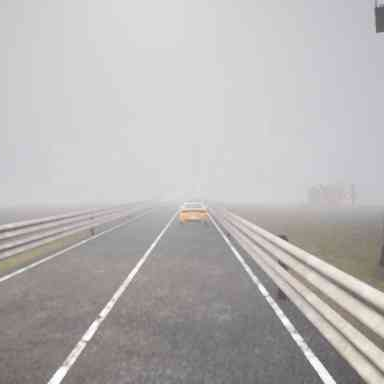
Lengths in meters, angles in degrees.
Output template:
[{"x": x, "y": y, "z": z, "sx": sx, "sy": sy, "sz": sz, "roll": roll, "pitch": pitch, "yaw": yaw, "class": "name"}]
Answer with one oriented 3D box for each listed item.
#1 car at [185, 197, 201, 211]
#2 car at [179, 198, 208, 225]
[{"x": 0.106, "y": 1.463, "z": 42.459, "sx": 1.882, "sy": 1.535, "sz": 5.008, "roll": 0, "pitch": 0, "yaw": 0, "class": "car"}, {"x": 0.103, "y": 1.470, "z": 24.126, "sx": 1.882, "sy": 1.535, "sz": 5.008, "roll": 0, "pitch": 0, "yaw": 0, "class": "car"}]
